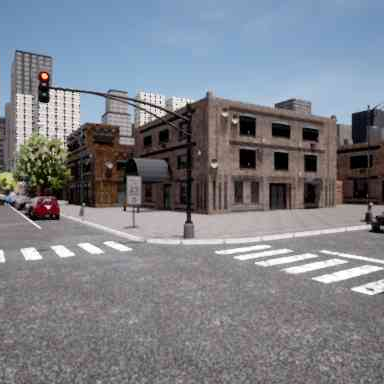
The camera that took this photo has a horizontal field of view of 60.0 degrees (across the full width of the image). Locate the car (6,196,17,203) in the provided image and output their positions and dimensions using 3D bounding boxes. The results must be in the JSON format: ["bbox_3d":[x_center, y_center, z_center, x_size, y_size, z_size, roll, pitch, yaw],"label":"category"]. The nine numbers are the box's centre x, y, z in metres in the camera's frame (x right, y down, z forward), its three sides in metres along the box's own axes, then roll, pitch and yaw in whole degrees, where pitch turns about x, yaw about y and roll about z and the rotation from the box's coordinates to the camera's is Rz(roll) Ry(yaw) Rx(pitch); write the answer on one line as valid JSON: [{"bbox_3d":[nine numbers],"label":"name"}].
[{"bbox_3d":[-38.269,1.557,70.543,1.752,1.417,4.829,0,0,-31],"label":"car"}]

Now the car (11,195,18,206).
[{"bbox_3d":[-23.860,1.553,46.774,2.008,1.369,4.403,0,0,-31],"label":"car"}]

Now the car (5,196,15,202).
[{"bbox_3d":[-41.045,1.622,75.123,1.802,1.307,4.206,0,0,-31],"label":"car"}]

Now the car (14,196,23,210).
[{"bbox_3d":[-20.996,1.565,42.049,1.947,1.339,4.313,0,0,-31],"label":"car"}]

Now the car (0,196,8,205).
[{"bbox_3d":[-32.627,1.503,56.244,2.128,1.511,4.902,0,0,-31],"label":"car"}]

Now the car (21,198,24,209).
[{"bbox_3d":[-15.267,1.561,32.599,1.947,1.339,4.313,0,0,-31],"label":"car"}]

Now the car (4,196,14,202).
[{"bbox_3d":[-43.909,1.613,79.849,1.947,1.339,4.313,0,0,-31],"label":"car"}]

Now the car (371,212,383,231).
[{"bbox_3d":[11.242,1.362,17.414,4.313,1.339,1.947,-1,1,-31],"label":"car"}]

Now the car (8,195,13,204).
[{"bbox_3d":[-29.588,1.593,56.223,1.802,1.307,4.206,0,0,-31],"label":"car"}]

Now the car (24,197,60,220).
[{"bbox_3d":[-12.402,1.309,27.874,2.192,1.841,5.009,0,0,-31],"label":"car"}]
